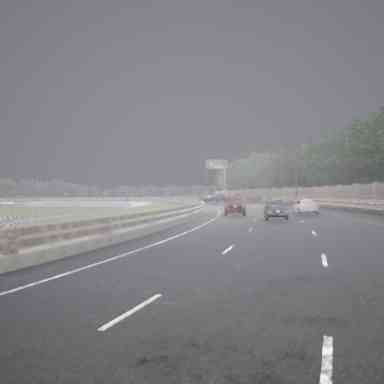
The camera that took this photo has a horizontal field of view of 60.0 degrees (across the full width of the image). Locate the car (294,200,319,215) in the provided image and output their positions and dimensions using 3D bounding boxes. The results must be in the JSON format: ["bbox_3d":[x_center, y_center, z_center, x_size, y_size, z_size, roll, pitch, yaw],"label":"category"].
[{"bbox_3d":[11.457,1.493,33.544,1.812,1.442,4.674,-1,0,7],"label":"car"}]

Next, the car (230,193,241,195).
[{"bbox_3d":[9.102,1.244,73.482,2.150,2.045,5.566,-1,0,-17],"label":"car"}]

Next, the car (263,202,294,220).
[{"bbox_3d":[7.088,1.566,28.133,2.033,1.411,5.357,-1,0,11],"label":"car"}]

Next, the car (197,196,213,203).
[{"bbox_3d":[2.307,1.630,71.827,1.837,1.490,4.892,-1,0,-17],"label":"car"}]

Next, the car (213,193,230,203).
[{"bbox_3d":[5.692,1.300,72.695,2.150,2.045,5.566,-1,0,-17],"label":"car"}]

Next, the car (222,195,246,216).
[{"bbox_3d":[4.484,1.446,34.370,2.097,1.767,4.553,-1,0,8],"label":"car"}]
